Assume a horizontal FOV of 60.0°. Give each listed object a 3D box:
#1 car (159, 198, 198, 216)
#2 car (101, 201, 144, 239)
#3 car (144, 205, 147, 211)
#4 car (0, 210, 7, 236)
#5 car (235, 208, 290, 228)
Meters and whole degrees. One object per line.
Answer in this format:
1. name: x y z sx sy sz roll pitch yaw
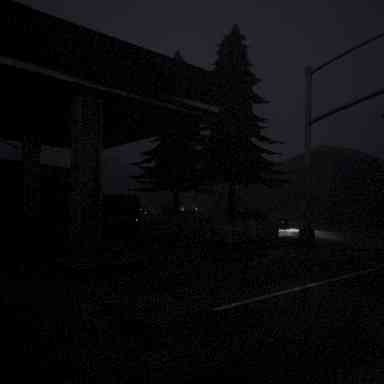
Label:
1. car: -1.363 1.541 32.636 2.097 1.767 4.553 1 0 -36
2. car: -4.562 1.445 18.268 1.905 1.878 3.866 1 0 -36
3. car: -7.515 1.664 41.302 2.033 1.411 5.357 1 0 -35
4. car: -11.694 1.519 18.449 2.242 1.667 4.611 1 0 -36
5. car: 4.909 1.827 23.796 1.994 1.385 4.181 1 0 -35
